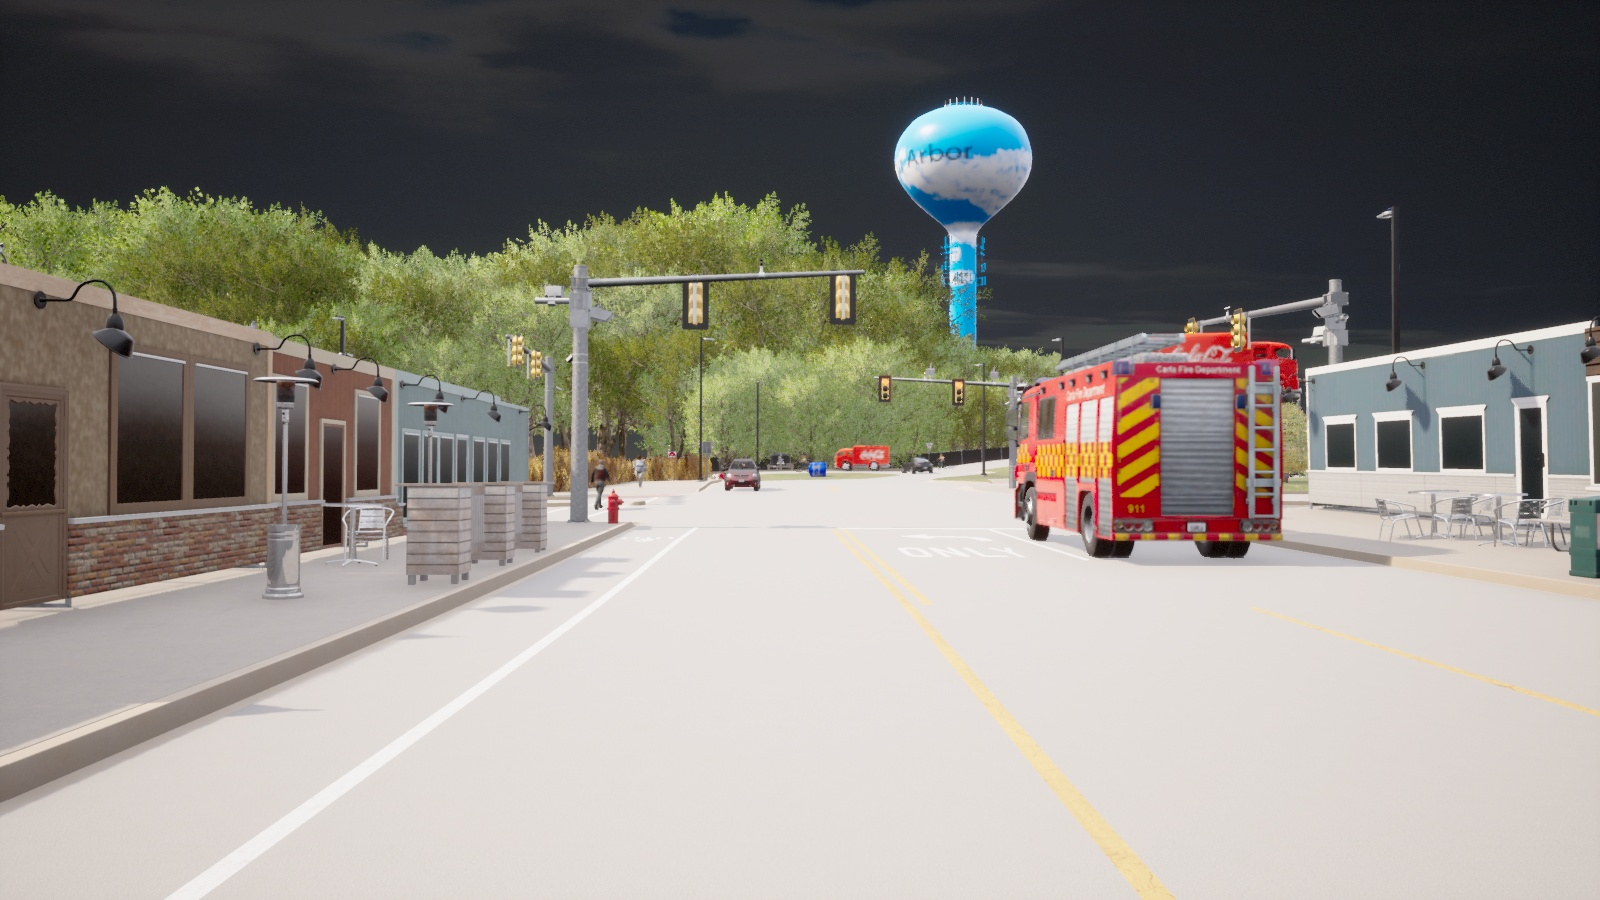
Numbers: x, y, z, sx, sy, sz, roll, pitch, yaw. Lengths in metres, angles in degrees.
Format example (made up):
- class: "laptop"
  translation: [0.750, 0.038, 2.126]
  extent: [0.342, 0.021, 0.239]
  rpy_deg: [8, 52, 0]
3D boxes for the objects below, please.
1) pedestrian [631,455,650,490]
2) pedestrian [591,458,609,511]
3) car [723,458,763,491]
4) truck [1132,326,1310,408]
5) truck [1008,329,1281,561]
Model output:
- class: "pedestrian"
  translation: [-8.583, 1.190, 67.482]
  extent: [0.874, 1.855, 0.900]
  rpy_deg: [0, -1, 1]
- class: "pedestrian"
  translation: [-7.044, 1.229, 44.316]
  extent: [0.376, 1.854, 0.720]
  rpy_deg: [-1, -1, 13]
- class: "car"
  translation: [-2.920, 1.248, 64.968]
  extent: [1.851, 1.617, 3.988]
  rpy_deg: [0, 1, 0]
- class: "truck"
  translation: [14.473, -2.841, 43.500]
  extent: [5.204, 2.467, 2.627]
  rpy_deg: [-1, -3, 0]
- class: "truck"
  translation: [6.387, -0.036, 24.974]
  extent: [2.891, 3.827, 8.468]
  rpy_deg: [0, -1, -1]
